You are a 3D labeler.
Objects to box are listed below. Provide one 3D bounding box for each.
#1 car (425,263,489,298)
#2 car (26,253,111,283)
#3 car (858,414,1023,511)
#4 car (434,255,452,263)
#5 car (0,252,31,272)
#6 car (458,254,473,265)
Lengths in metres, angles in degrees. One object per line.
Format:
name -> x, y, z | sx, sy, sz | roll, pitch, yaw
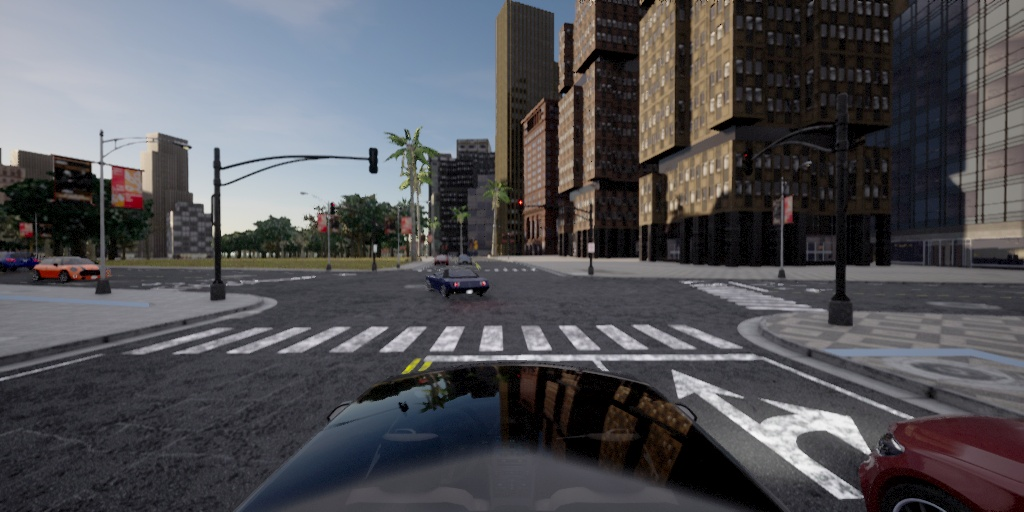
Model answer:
car -> -2.898, 1.235, 17.682 | 1.895, 1.301, 4.718 | 0, 1, -27
car -> -30.551, 0.868, 24.926 | 4.553, 1.767, 2.097 | 0, 1, 15
car -> 3.266, 1.283, 0.435 | 1.812, 1.442, 4.674 | 0, 0, 0
car -> -9.819, 0.587, 50.191 | 1.882, 1.535, 5.008 | 0, 1, -7
car -> -52.695, 0.588, 37.561 | 5.566, 2.045, 2.150 | 0, 1, 15
car -> -6.609, 0.668, 50.694 | 1.994, 1.385, 4.181 | 0, 1, -7
